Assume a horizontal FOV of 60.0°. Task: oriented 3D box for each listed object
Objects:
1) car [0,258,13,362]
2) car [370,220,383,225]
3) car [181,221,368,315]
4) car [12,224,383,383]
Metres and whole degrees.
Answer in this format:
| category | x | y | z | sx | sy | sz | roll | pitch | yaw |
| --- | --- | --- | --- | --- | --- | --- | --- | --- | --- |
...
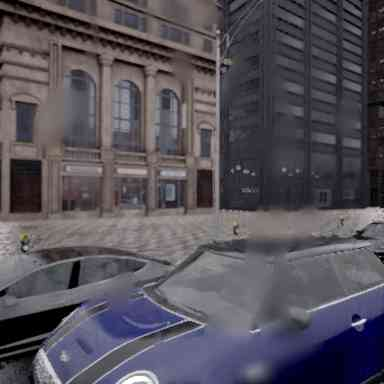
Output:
| category | x | y | z | sx | sy | sz | roll | pitch | yaw |
| --- | --- | --- | --- | --- | --- | --- | --- | --- | --- |
| car | -2.220 | 1.575 | 5.067 | 4.313 | 1.339 | 1.947 | 1 | -1 | -35 |
| car | 6.969 | 1.679 | 11.611 | 4.313 | 1.339 | 1.947 | 1 | -1 | -35 |
| car | 2.237 | 1.585 | 8.241 | 4.829 | 1.417 | 1.752 | 1 | -1 | -35 |
| car | 0.660 | 1.376 | 3.846 | 4.553 | 1.767 | 2.097 | 1 | 0 | -35 |
